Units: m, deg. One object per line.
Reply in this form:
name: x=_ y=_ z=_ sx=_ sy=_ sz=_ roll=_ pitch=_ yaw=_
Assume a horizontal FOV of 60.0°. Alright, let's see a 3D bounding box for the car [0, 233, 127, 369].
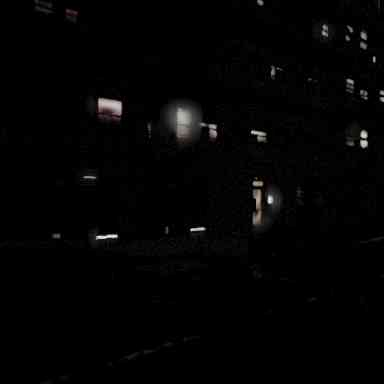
car: x=-3.058 y=1.441 z=4.373 sx=4.097 sy=1.590 sz=1.967 roll=0 pitch=1 yaw=-35
